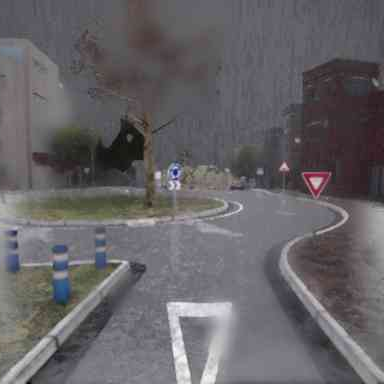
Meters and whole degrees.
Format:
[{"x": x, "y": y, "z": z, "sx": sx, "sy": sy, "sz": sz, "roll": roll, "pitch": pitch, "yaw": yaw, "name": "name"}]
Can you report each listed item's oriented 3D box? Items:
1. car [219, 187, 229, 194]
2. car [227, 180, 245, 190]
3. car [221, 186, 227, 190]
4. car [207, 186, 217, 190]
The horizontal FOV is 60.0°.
[{"x": 8.115, "y": -0.410, "z": 84.836, "sx": 2.097, "sy": 1.767, "sz": 4.553, "roll": 0, "pitch": -1, "yaw": 3, "name": "car"}, {"x": 6.309, "y": -0.894, "z": 46.940, "sx": 1.812, "sy": 1.442, "sz": 4.674, "roll": 0, "pitch": -1, "yaw": 3, "name": "car"}, {"x": 7.026, "y": -0.538, "z": 61.989, "sx": 2.033, "sy": 1.411, "sz": 5.357, "roll": 0, "pitch": -1, "yaw": 3, "name": "car"}, {"x": 4.113, "y": -0.425, "z": 69.143, "sx": 1.812, "sy": 1.442, "sz": 4.674, "roll": 0, "pitch": -1, "yaw": 3, "name": "car"}]
